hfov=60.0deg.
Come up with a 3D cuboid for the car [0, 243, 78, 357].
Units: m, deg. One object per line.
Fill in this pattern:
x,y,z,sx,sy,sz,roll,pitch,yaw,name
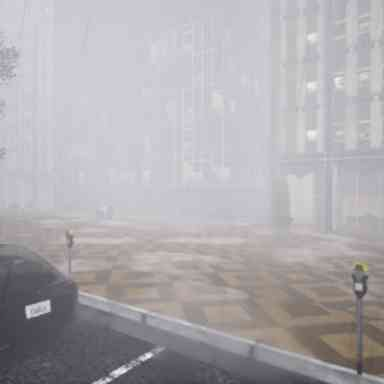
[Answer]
-3.669,1.534,5.495,4.313,1.339,1.947,0,0,36,car
